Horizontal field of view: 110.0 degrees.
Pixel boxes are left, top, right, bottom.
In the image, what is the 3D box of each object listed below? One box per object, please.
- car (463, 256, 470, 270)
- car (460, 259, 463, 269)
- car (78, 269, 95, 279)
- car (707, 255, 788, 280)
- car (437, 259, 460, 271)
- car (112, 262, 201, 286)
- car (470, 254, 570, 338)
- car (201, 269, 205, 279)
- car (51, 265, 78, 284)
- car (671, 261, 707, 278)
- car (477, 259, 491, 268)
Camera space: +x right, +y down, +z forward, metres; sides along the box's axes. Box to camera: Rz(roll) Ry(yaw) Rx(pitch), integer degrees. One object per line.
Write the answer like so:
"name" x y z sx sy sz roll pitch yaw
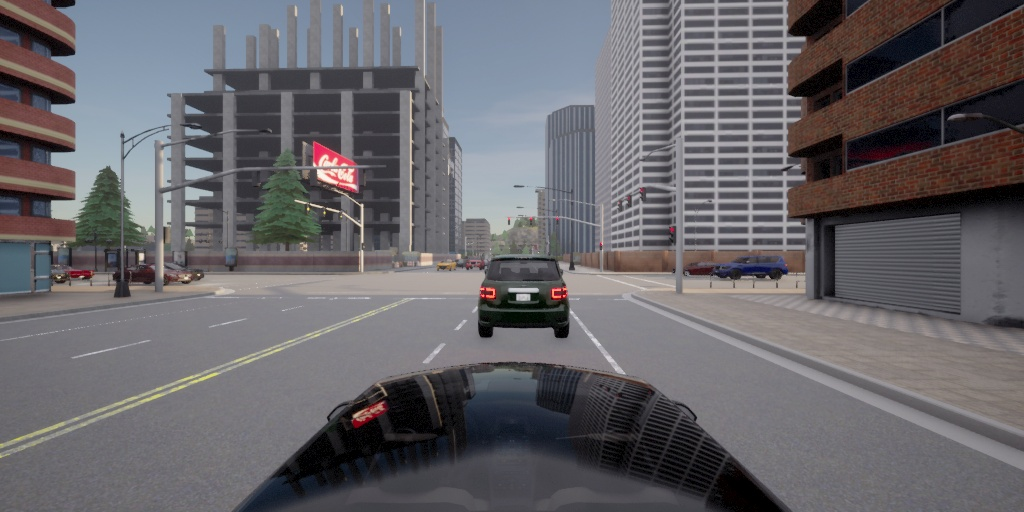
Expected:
"car" -5.235 0.971 52.145 2.150 2.045 5.566 0 0 2
"car" -8.504 1.228 58.310 1.882 1.535 5.008 0 0 2
"car" -36.499 1.351 28.655 4.718 1.301 1.895 0 0 2
"car" 20.218 0.968 30.516 5.566 2.045 2.150 0 0 2
"car" -8.867 1.228 48.894 1.882 1.535 5.008 0 0 2
"car" -24.764 1.276 24.771 4.674 1.442 1.812 0 0 2
"car" 0.338 0.971 10.319 2.150 2.045 5.566 0 0 2
"car" -27.207 1.228 28.352 5.008 1.535 1.882 0 0 2
"car" -34.010 1.255 25.071 4.892 1.490 1.837 0 0 2
"car" 17.806 1.228 34.093 5.008 1.535 1.882 0 0 2
"car" -4.844 1.276 62.161 1.812 1.442 4.674 0 0 3
